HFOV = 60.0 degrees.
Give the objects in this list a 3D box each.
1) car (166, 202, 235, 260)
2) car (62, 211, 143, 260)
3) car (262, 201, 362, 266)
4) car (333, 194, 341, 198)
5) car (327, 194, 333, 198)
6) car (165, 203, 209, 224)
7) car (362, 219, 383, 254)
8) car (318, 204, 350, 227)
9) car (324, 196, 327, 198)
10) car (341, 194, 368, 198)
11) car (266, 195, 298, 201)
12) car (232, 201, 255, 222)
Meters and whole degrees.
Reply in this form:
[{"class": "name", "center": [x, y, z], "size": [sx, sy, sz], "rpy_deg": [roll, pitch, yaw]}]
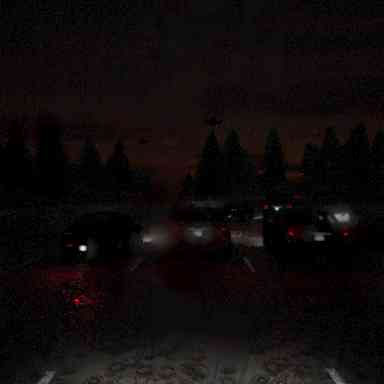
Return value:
[{"class": "car", "center": [0.371, 1.349, 12.647], "size": [2.097, 1.767, 4.553], "rpy_deg": [0, 0, 4]}, {"class": "car", "center": [-3.149, 1.499, 12.570], "size": [1.837, 1.490, 4.892], "rpy_deg": [0, -1, 4]}, {"class": "car", "center": [3.802, 1.349, 11.698], "size": [2.097, 1.767, 4.553], "rpy_deg": [0, 0, 4]}, {"class": "car", "center": [33.389, 1.238, 70.848], "size": [5.008, 1.535, 1.882], "rpy_deg": [-1, 0, -13]}, {"class": "car", "center": [33.382, 1.348, 74.425], "size": [4.718, 1.301, 1.895], "rpy_deg": [-1, 0, -10]}, {"class": "car", "center": [-0.260, 1.594, 26.099], "size": [1.895, 1.301, 4.718], "rpy_deg": [0, 0, 20]}, {"class": "car", "center": [7.299, 1.598, 11.823], "size": [1.895, 1.301, 4.718], "rpy_deg": [0, 0, 4]}, {"class": "car", "center": [10.093, 1.595, 23.837], "size": [1.895, 1.301, 4.718], "rpy_deg": [0, 0, 22]}, {"class": "car", "center": [33.436, 1.268, 77.985], "size": [4.902, 1.511, 2.128], "rpy_deg": [-1, 0, -10]}, {"class": "car", "center": [33.365, 1.294, 67.281], "size": [4.674, 1.442, 1.812], "rpy_deg": [-1, 0, -13]}, {"class": "car", "center": [6.731, 1.218, 24.929], "size": [2.150, 2.045, 5.566], "rpy_deg": [0, 0, 21]}, {"class": "car", "center": [3.777, 1.500, 26.783], "size": [1.837, 1.490, 4.892], "rpy_deg": [0, 0, 22]}]
